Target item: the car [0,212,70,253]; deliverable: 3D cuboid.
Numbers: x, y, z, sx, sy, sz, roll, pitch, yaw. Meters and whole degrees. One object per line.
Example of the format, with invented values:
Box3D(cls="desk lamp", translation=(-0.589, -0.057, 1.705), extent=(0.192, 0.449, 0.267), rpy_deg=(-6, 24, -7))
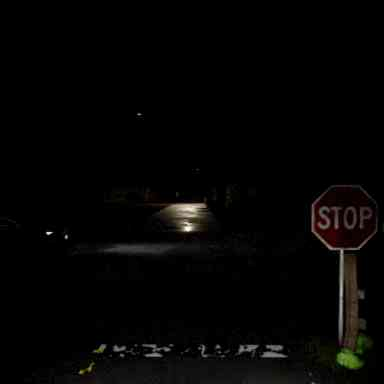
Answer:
Box3D(cls="car", translation=(-7.572, 1.571, 13.567), extent=(4.902, 1.511, 2.128), rpy_deg=(0, 1, 0))
